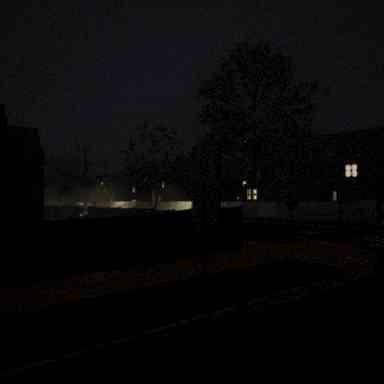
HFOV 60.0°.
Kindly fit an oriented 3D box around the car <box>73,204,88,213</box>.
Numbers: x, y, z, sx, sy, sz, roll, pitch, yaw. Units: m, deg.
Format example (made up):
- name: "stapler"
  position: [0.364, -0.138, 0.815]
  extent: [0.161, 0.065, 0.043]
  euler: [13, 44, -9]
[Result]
- name: "car"
  position: [-16.548, 2.492, 48.591]
  extent: [2.033, 1.411, 5.357]
  euler: [0, -1, -35]
